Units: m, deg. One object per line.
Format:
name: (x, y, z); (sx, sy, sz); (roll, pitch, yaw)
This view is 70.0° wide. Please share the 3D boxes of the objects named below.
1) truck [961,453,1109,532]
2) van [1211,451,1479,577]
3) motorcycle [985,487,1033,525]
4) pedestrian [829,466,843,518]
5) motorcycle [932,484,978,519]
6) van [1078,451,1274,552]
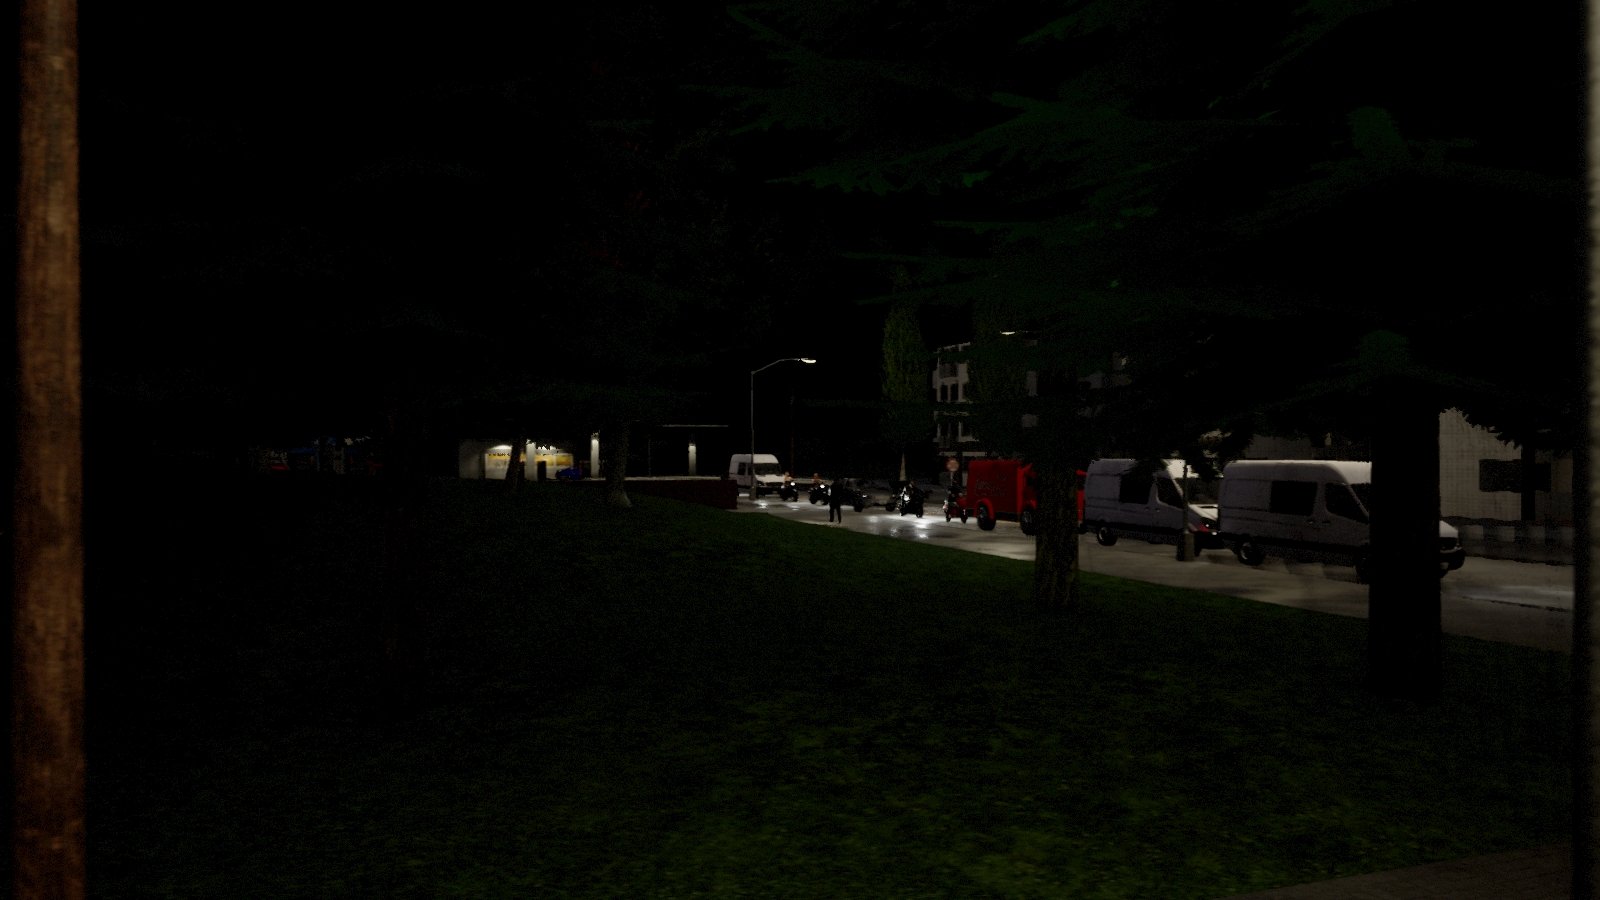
truck: (7.894, 1.348, 39.004); (2.627, 2.467, 5.204); (0, 0, -20)
van: (12.378, 1.315, 26.543); (1.988, 2.561, 5.915); (0, 0, -20)
motorcycle: (7.388, 1.962, 40.465); (0.856, 1.236, 1.805); (0, 0, -20)
pedestrian: (1.315, 1.525, 41.633); (0.375, 1.860, 0.375); (0, 0, -19)
motorcycle: (5.985, 1.985, 44.307); (0.867, 1.251, 2.209); (0, 0, -20)
van: (10.365, 1.315, 32.131); (1.988, 2.561, 5.915); (0, 0, -20)
